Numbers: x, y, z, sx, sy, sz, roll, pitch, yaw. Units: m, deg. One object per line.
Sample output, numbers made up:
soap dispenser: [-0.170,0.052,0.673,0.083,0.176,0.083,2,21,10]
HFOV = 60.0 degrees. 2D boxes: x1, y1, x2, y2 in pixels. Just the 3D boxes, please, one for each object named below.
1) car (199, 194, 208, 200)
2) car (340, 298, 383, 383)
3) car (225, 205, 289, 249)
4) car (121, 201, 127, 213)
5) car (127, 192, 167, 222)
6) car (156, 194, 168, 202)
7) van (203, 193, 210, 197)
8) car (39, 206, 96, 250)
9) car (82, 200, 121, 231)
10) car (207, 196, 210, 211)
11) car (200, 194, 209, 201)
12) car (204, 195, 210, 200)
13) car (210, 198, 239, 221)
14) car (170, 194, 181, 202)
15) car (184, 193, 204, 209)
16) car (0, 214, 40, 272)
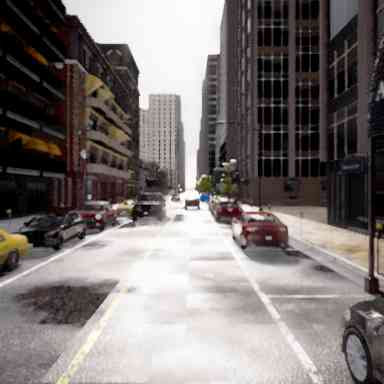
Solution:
car: [2.586,1.192,76.103,1.802,1.307,4.206,0,0,0]
car: [2.687,1.534,2.478,2.008,1.369,4.403,0,0,0]
car: [2.671,1.455,13.807,1.887,1.381,4.507,0,0,0]
car: [-5.731,1.337,30.613,1.752,1.417,4.829,0,0,0]
car: [-3.132,1.060,25.261,2.150,2.045,5.566,0,0,0]
car: [-5.778,1.182,64.595,1.752,1.417,4.829,0,0,0]
van: [2.602,0.997,64.775,1.690,1.788,3.998,0,0,0]
car: [-5.709,1.476,13.795,1.947,1.339,4.313,0,0,0]
car: [-5.716,1.314,19.456,1.967,1.590,4.097,0,0,0]
car: [2.648,1.356,30.795,1.887,1.381,4.507,0,0,0]
car: [2.593,1.157,70.610,1.752,1.417,4.829,0,0,0]
car: [2.640,1.308,36.627,1.752,1.417,4.829,0,0,0]
car: [2.656,1.281,25.132,1.967,1.590,4.097,0,0,0]
car: [-3.100,1.179,64.610,1.812,1.442,4.674,0,0,0]
car: [0.045,1.254,41.079,2.128,1.511,4.902,0,0,0]
car: [-5.701,1.473,7.961,1.752,1.417,4.829,0,0,0]
